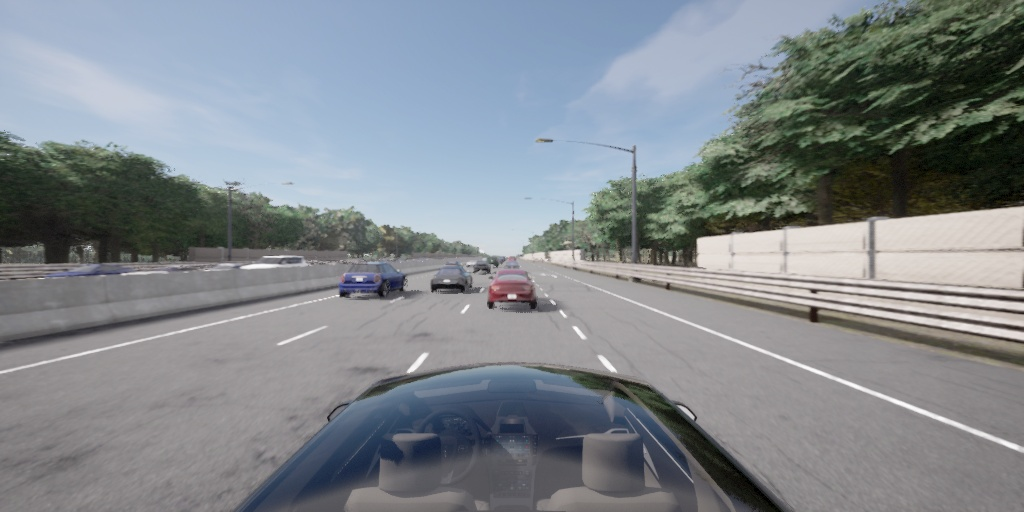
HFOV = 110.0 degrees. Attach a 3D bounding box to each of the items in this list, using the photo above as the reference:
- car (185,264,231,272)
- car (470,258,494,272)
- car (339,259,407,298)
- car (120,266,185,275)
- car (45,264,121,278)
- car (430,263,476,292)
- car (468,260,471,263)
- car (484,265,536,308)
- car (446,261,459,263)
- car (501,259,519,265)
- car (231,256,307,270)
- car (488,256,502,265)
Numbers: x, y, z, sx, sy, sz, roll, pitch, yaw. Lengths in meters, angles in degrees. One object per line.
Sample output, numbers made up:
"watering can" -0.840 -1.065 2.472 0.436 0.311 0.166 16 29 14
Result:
"car" -21.075 1.288 26.648 1.812 1.442 4.674 0 0 0
"car" -3.493 1.302 42.914 1.837 1.490 4.892 0 0 0
"car" -6.998 1.099 18.565 2.097 1.767 4.553 0 0 0
"car" -24.580 1.363 25.885 1.895 1.301 4.718 0 0 0
"car" -28.083 1.286 24.140 1.812 1.442 4.674 0 0 0
"car" -3.497 1.313 21.312 1.994 1.385 4.181 0 0 0
"car" -6.986 1.428 64.982 1.895 1.301 4.718 0 0 0
"car" 0.001 1.270 15.022 1.812 1.442 4.674 0 0 0
"car" -6.990 1.288 42.918 2.128 1.511 4.902 0 0 0
"car" 0.009 1.342 42.907 2.033 1.411 5.357 0 0 0
"car" -17.578 0.985 26.771 2.150 2.045 5.566 0 0 0
"car" -3.487 1.048 65.031 2.150 2.045 5.566 0 0 0
